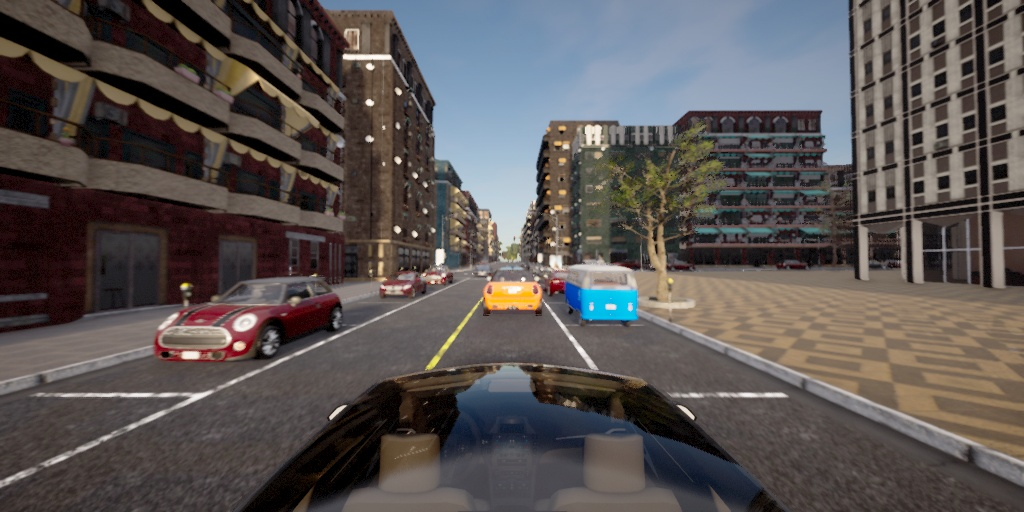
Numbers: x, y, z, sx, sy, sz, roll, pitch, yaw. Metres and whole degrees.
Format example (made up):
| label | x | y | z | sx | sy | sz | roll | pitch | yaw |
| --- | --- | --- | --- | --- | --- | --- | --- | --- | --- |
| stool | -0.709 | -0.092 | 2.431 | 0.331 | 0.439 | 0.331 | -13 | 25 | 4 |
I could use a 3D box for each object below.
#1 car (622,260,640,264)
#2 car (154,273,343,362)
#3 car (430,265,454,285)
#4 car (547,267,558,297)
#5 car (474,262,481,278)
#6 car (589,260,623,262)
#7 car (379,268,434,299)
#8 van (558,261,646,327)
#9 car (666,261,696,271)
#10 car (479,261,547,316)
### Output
| label | x | y | z | sx | sy | sz | roll | pitch | yaw |
| --- | --- | --- | --- | --- | --- | --- | --- | --- | --- |
| car | 19.278 | 1.528 | 61.163 | 5.009 | 1.841 | 2.192 | 0 | 0 | 0 |
| car | -5.696 | 1.252 | 8.340 | 1.967 | 1.591 | 4.097 | 0 | 0 | 0 |
| car | -5.828 | 1.441 | 28.382 | 1.967 | 1.591 | 4.097 | 0 | 0 | 0 |
| car | 2.769 | 1.469 | 20.191 | 1.888 | 1.381 | 4.507 | 0 | 0 | 0 |
| car | -3.063 | 1.631 | 39.368 | 1.812 | 1.442 | 4.674 | 0 | -1 | 0 |
| car | 13.691 | 1.637 | 52.822 | 4.207 | 1.307 | 1.802 | 0 | 0 | 0 |
| car | -5.774 | 1.499 | 19.479 | 1.802 | 1.307 | 4.207 | 0 | 0 | 0 |
| van | 2.715 | 1.185 | 11.730 | 1.690 | 1.789 | 3.998 | 0 | 0 | 0 |
| car | 24.747 | 1.410 | 52.747 | 4.097 | 1.591 | 1.967 | 0 | 0 | 0 |
| car | 0.040 | 1.219 | 14.201 | 2.097 | 1.767 | 4.553 | 0 | -1 | 0 |
